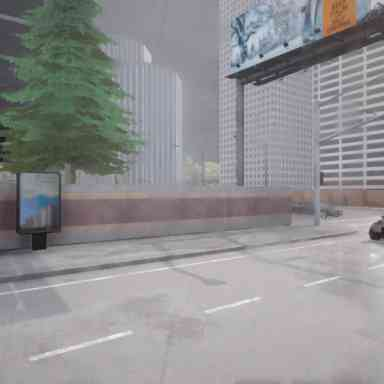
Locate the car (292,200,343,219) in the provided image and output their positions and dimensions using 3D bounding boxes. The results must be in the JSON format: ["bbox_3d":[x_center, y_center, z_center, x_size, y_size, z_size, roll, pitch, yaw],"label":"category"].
[{"bbox_3d":[10.968,1.505,29.615,1.837,1.490,4.892,0,0,-33],"label":"car"}]

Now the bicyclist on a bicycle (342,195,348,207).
[{"bbox_3d":[21.291,1.301,46.319,1.656,1.620,0.582,0,0,-35],"label":"bicyclist on a bicycle"}]

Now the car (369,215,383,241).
[{"bbox_3d":[10.037,1.564,15.572,4.181,1.385,1.994,0,0,-40],"label":"car"}]
